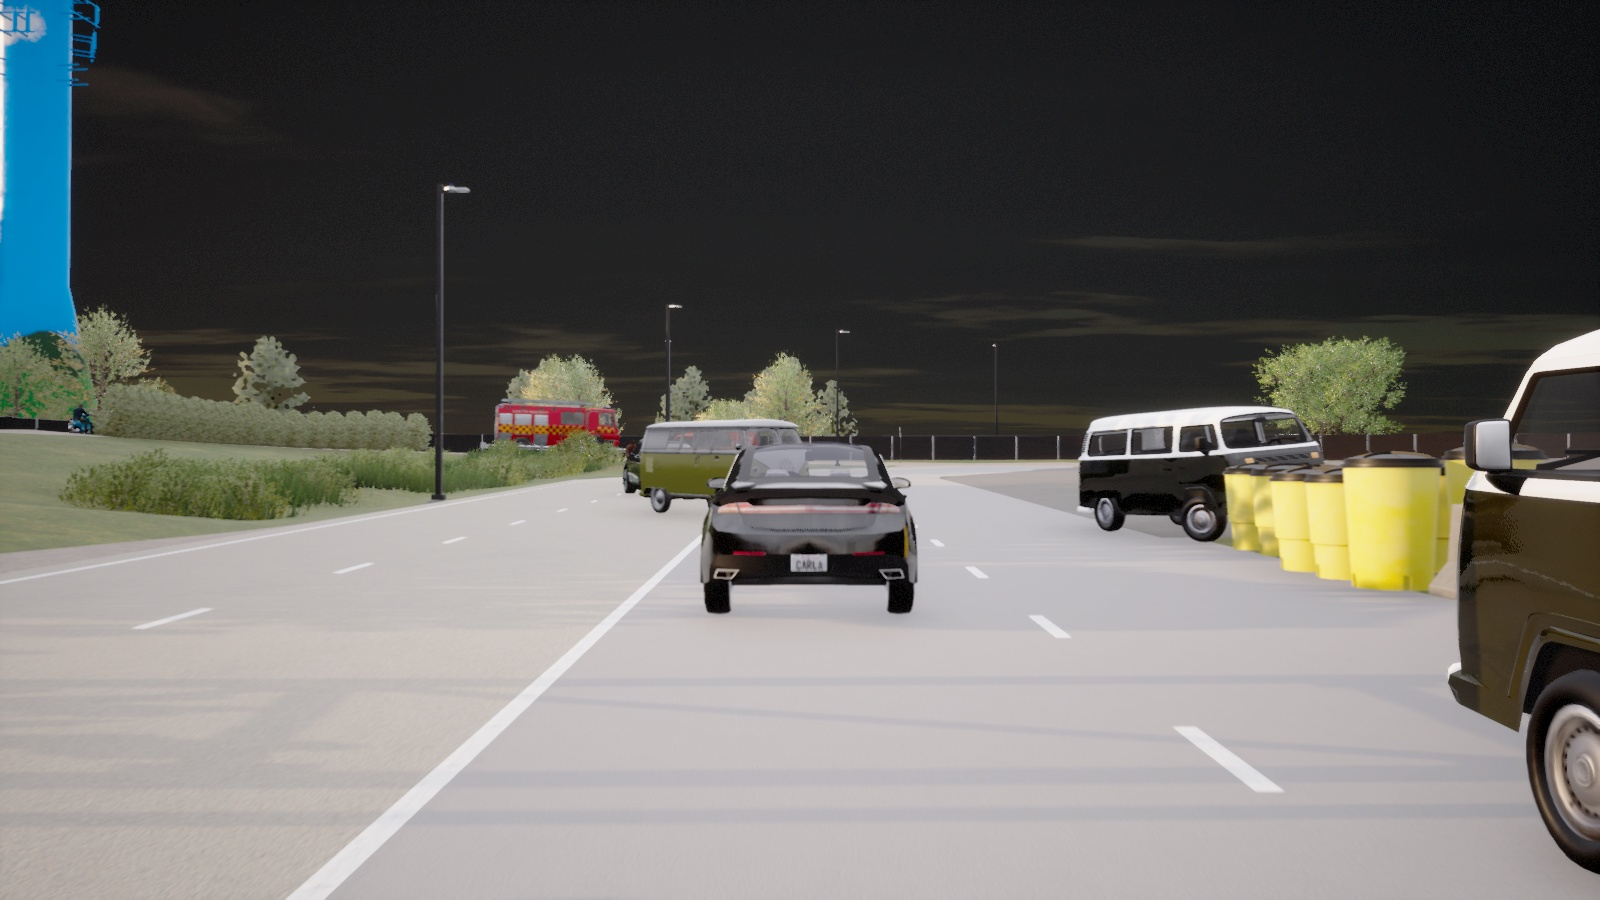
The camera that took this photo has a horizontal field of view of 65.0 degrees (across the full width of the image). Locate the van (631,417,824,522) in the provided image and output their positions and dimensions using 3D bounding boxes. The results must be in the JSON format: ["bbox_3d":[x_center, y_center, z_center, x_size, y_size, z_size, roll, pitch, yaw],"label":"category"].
[{"bbox_3d":[-1.601,0.359,26.141,1.775,1.987,4.442,0,0,-38],"label":"van"}]

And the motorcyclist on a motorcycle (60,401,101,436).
[{"bbox_3d":[-35.690,-1.550,62.300,0.866,1.590,1.817,0,-2,3],"label":"motorcyclist on a motorcycle"}]

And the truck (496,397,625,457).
[{"bbox_3d":[-16.682,-1.529,87.556,8.468,3.827,2.891,2,-1,-17],"label":"truck"}]

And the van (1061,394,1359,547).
[{"bbox_3d":[6.375,0.354,20.160,2.069,2.038,4.480,-4,-1,-20],"label":"van"}]

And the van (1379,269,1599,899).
[{"bbox_3d":[3.534,0.456,3.198,2.069,2.038,4.480,0,0,0],"label":"van"}]

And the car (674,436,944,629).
[{"bbox_3d":[0.086,0.637,12.325,2.128,1.511,4.902,0,0,0],"label":"car"}]

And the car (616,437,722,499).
[{"bbox_3d":[-3.841,0.475,35.989,2.033,1.649,4.856,0,0,-18],"label":"car"}]
